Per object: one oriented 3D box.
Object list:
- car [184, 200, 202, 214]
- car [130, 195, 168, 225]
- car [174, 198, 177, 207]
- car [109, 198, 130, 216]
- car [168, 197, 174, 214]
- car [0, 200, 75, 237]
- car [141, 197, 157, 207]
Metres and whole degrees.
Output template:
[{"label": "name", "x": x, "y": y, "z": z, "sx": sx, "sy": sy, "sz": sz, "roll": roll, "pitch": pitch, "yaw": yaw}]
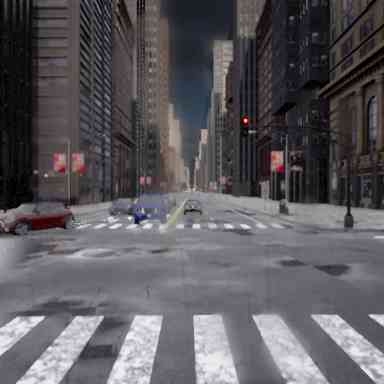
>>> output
[{"label": "car", "x": 0.110, "y": 1.538, "z": 34.731, "sx": 2.033, "sy": 1.411, "sz": 5.357, "roll": 0, "pitch": 0, "yaw": 0}, {"label": "car", "x": -3.033, "y": 1.221, "z": 24.520, "sx": 2.150, "sy": 2.045, "sz": 5.566, "roll": 0, "pitch": 0, "yaw": -5}, {"label": "car", "x": -3.329, "y": 1.506, "z": 50.384, "sx": 1.812, "sy": 1.442, "sz": 4.674, "roll": 0, "pitch": 1, "yaw": 1}, {"label": "car", "x": -6.589, "y": 1.344, "z": 32.401, "sx": 2.097, "sy": 1.767, "sz": 4.553, "roll": 0, "pitch": 0, "yaw": 0}, {"label": "car", "x": -3.336, "y": 1.341, "z": 35.681, "sx": 2.097, "sy": 1.767, "sz": 4.553, "roll": 0, "pitch": 0, "yaw": 0}, {"label": "car", "x": -8.764, "y": 1.365, "z": 18.375, "sx": 2.097, "sy": 1.767, "sz": 4.553, "roll": -1, "pitch": 0, "yaw": 28}, {"label": "car", "x": -6.572, "y": 1.483, "z": 51.138, "sx": 1.837, "sy": 1.490, "sz": 4.892, "roll": 0, "pitch": 0, "yaw": 0}]
